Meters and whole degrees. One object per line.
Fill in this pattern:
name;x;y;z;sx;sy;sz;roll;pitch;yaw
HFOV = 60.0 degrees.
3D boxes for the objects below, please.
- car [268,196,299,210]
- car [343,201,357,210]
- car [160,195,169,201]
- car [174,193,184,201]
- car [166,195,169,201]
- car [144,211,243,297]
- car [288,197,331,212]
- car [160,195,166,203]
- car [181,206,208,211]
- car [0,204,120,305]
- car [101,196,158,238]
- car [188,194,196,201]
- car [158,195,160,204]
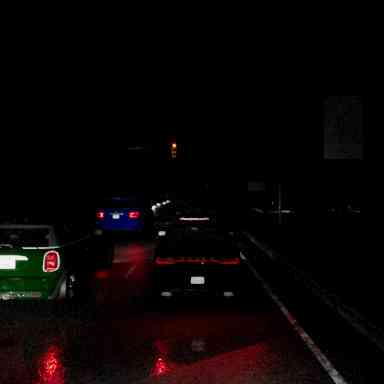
car;11.989;1.352;41.936;4.553;1.767;2.097;0;0;3
car;20.570;1.562;41.446;4.181;1.385;1.994;0;0;3
car;-6.913;1.459;85.372;1.882;1.535;5.008;0;0;0
car;-3.412;1.218;85.608;2.150;2.045;5.566;0;0;0
car;-6.923;1.478;75.347;1.882;1.535;5.008;0;0;0
car;0.109;1.478;8.609;1.882;1.535;5.008;0;0;0
car;13.746;1.564;38.328;4.181;1.385;1.994;0;0;3
car;-6.964;1.547;65.538;2.033;1.411;5.357;0;0;1
car;0.119;1.491;18.108;2.128;1.511;4.902;0;0;0
car;-3.392;1.352;8.234;2.097;1.767;4.553;0;0;0
car;-3.402;1.221;17.852;2.150;2.045;5.566;0;0;1
car;0.088;1.348;85.927;2.097;1.767;4.553;0;0;0
car;-7.029;1.505;55.758;1.837;1.490;4.892;0;0;0
